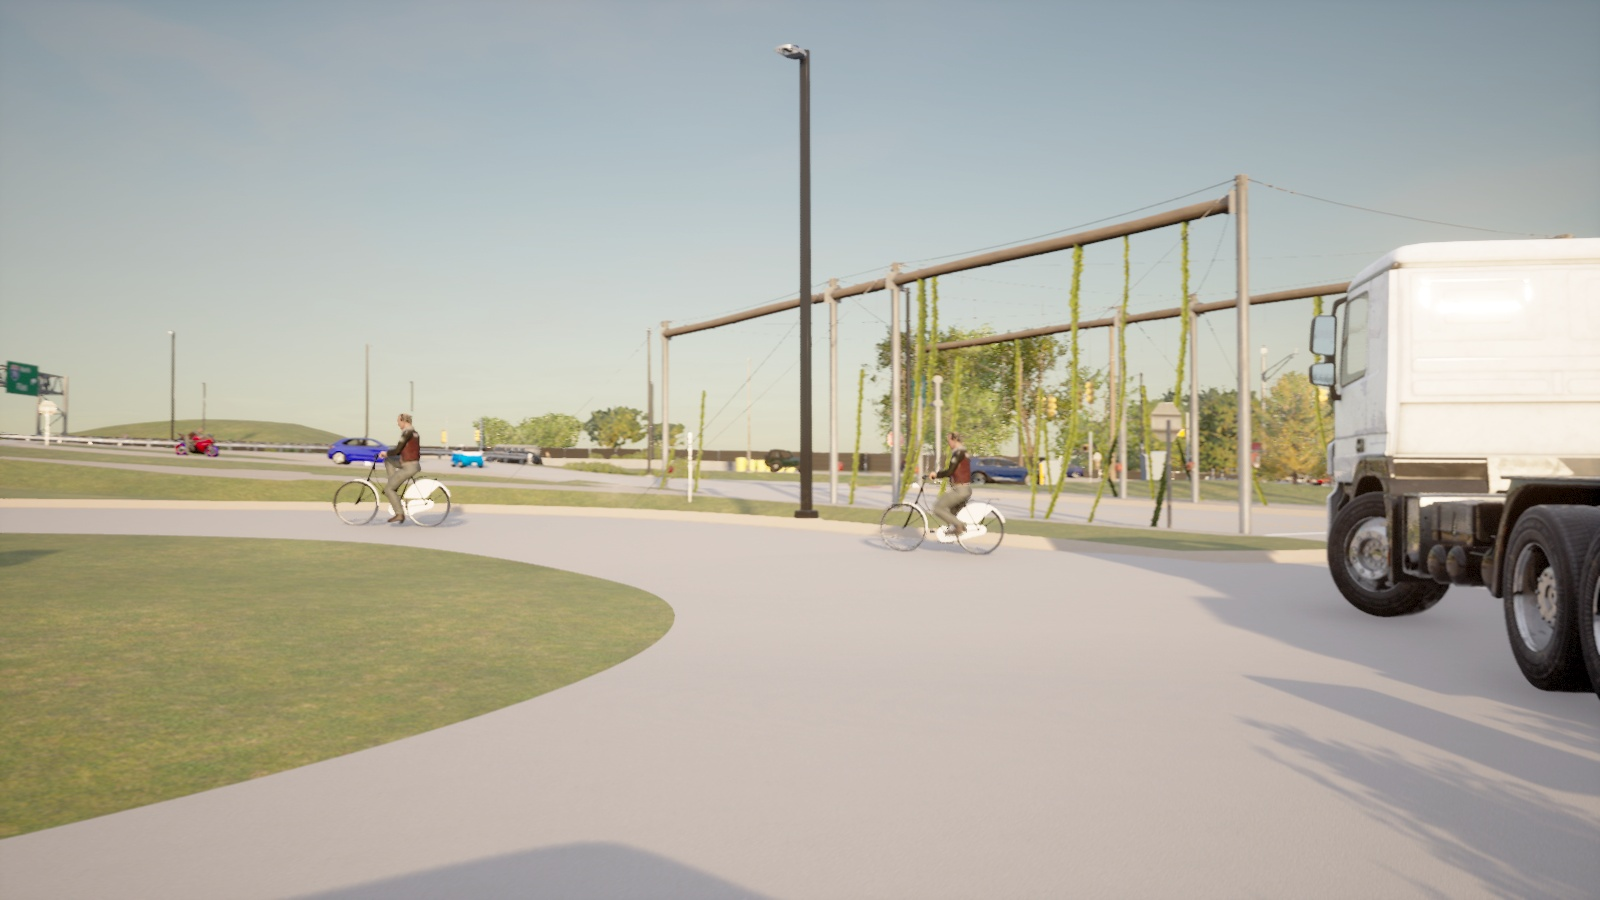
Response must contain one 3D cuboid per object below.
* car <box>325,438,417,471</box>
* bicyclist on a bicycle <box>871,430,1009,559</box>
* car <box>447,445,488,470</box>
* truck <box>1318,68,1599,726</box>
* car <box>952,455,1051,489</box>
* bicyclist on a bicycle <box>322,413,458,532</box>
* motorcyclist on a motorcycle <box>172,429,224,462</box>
[{"bbox_3d":[-22.390,0.231,65.711,4.193,1.474,1.816,3,-2,-7],"label":"car"},{"bbox_3d":[2.020,0.617,18.117,1.843,1.776,0.659,1,0,21],"label":"bicyclist on a bicycle"},{"bbox_3d":[-19.395,0.456,73.221,1.481,1.376,2.207,1,1,-41],"label":"car"},{"bbox_3d":[6.132,-0.252,9.010,2.891,3.462,7.936,0,-1,11],"label":"truck"},{"bbox_3d":[10.836,1.188,67.594,4.856,1.649,2.033,1,-1,-7],"label":"car"},{"bbox_3d":[-6.326,0.347,19.421,1.843,1.776,0.659,1,0,3],"label":"bicyclist on a bicycle"},{"bbox_3d":[-31.089,-0.237,64.872,2.191,1.530,0.866,4,-2,-5],"label":"motorcyclist on a motorcycle"}]
